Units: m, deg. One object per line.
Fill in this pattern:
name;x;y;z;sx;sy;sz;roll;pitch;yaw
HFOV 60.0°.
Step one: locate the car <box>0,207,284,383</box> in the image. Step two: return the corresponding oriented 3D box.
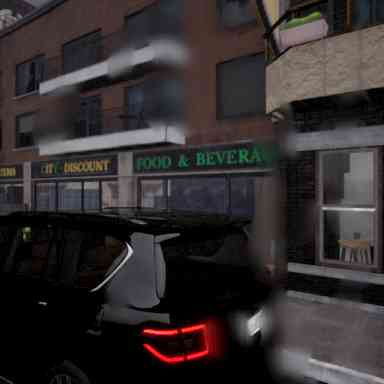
car;-1.631;1.225;4.423;5.566;2.045;2.150;0;0;36
